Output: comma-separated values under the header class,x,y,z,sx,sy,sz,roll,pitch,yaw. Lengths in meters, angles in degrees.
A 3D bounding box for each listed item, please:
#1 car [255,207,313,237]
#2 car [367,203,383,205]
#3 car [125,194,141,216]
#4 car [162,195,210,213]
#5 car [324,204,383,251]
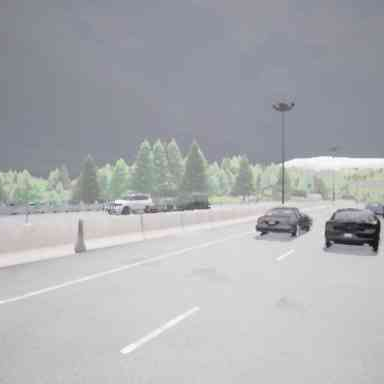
class,x,y,z,sx,sy,sz,roll,pitch,yaw
car,5.079,1.533,17.918,2.033,1.411,5.357,0,0,31
car,17.520,1.724,31.912,2.033,1.411,5.357,0,-1,31
car,-6.211,1.217,33.525,2.150,2.045,5.566,0,0,31
car,-0.443,1.231,29.531,2.150,2.045,5.566,0,0,31
car,7.015,1.462,14.332,1.882,1.535,5.008,0,0,31
